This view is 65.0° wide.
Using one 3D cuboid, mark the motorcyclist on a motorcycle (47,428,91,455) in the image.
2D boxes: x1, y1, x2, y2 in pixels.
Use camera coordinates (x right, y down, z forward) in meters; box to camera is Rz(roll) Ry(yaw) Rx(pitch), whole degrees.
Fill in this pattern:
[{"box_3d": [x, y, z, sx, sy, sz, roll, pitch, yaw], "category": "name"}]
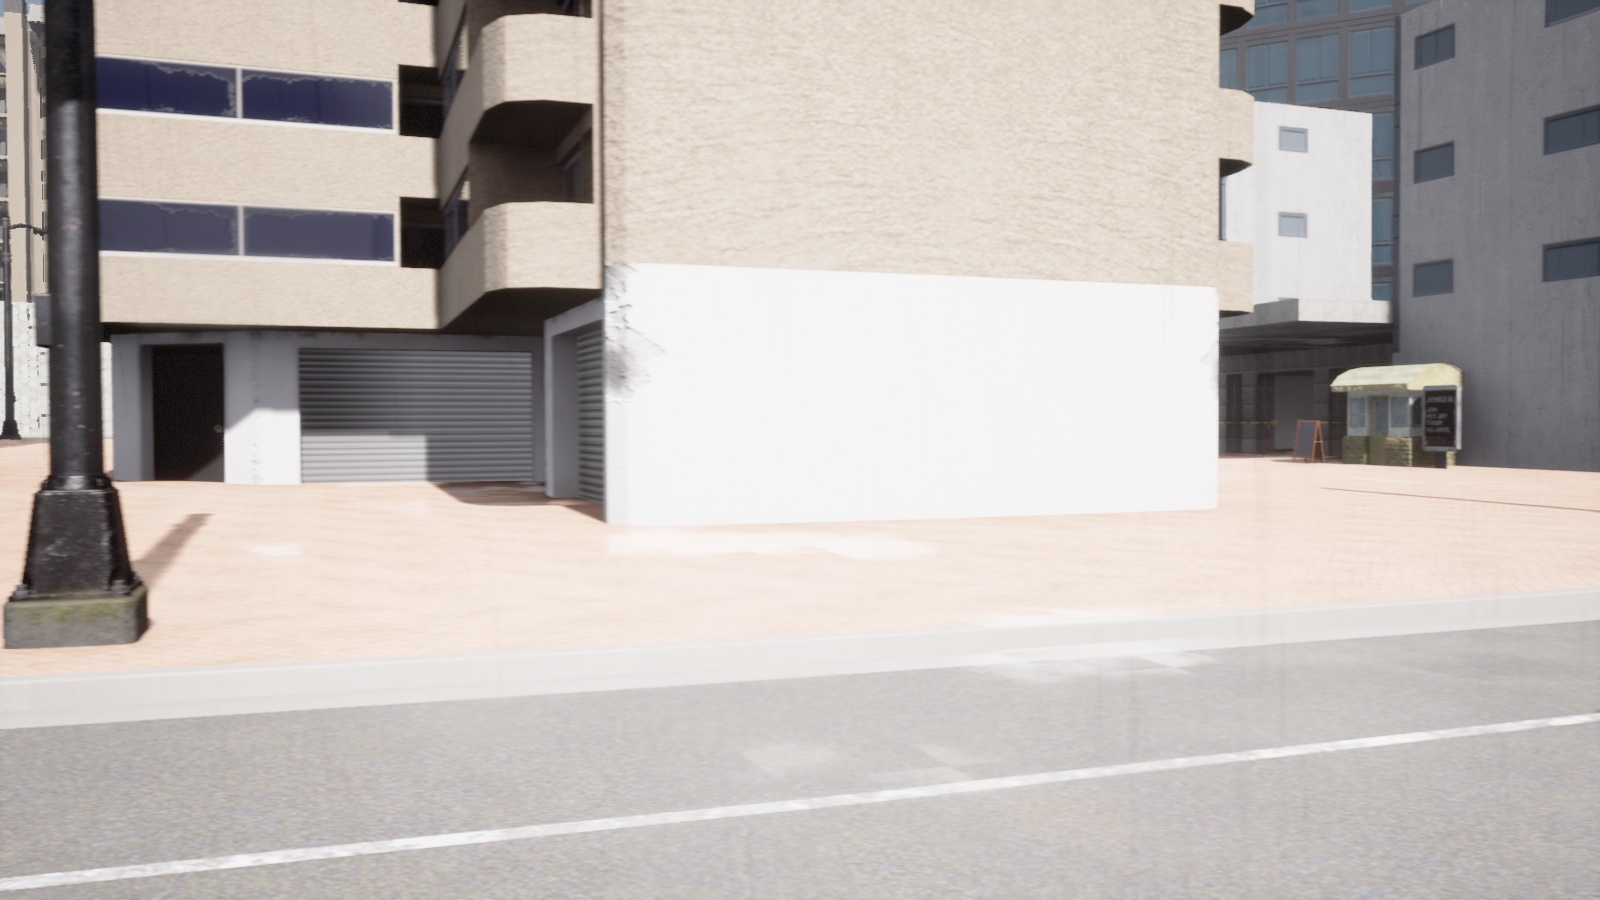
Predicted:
[{"box_3d": [-42.426, -0.487, 72.900, 2.044, 1.523, 0.797, -2, 1, -19], "category": "motorcyclist on a motorcycle"}]
